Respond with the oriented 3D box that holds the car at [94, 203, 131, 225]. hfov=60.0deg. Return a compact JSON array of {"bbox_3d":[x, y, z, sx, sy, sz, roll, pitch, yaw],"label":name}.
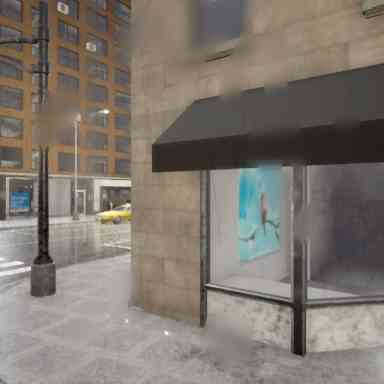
[{"bbox_3d":[-4.935,1.548,24.720,1.752,1.417,4.829,0,0,36],"label":"car"}]
